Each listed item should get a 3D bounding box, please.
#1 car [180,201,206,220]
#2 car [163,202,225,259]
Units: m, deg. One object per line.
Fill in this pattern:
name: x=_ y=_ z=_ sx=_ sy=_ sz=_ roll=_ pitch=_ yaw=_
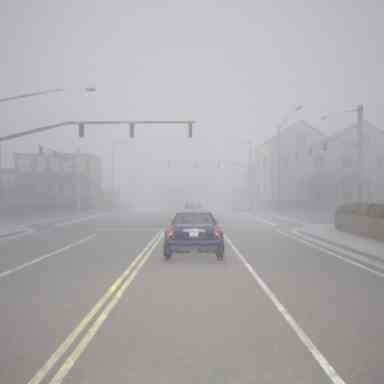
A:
car: x=0.095 y=1.637 z=30.446 sx=2.128 sy=1.511 sz=4.902 roll=0 pitch=0 yaw=0
car: x=0.079 y=1.434 z=13.180 sx=2.097 sy=1.767 sz=4.553 roll=0 pitch=0 yaw=0
